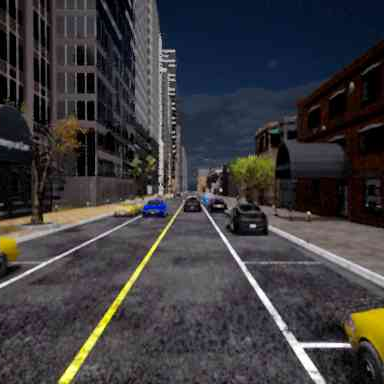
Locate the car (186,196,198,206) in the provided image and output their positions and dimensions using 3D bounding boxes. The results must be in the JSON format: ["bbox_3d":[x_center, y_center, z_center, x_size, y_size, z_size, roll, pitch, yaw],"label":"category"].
[{"bbox_3d":[0.010,1.313,49.787,1.812,1.442,4.674,0,0,0],"label":"car"}]

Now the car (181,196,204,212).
[{"bbox_3d":[0.052,1.348,36.714,1.837,1.490,4.892,0,0,0],"label":"car"}]

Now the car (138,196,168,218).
[{"bbox_3d":[-3.093,1.355,28.567,1.882,1.535,5.008,0,0,0],"label":"car"}]

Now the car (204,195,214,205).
[{"bbox_3d":[2.683,1.408,40.711,1.802,1.307,4.206,-1,0,0],"label":"car"}]

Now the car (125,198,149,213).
[{"bbox_3d":[-5.699,1.375,35.019,1.752,1.417,4.829,-1,0,0],"label":"car"}]

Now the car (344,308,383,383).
[{"bbox_3d":[2.679,1.516,2.140,1.752,1.417,4.829,-1,0,0],"label":"car"}]

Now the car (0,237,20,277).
[{"bbox_3d":[-5.701,1.493,7.346,1.752,1.417,4.829,-1,0,0],"label":"car"}]

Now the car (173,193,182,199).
[{"bbox_3d":[-2.994,0.954,69.701,1.837,1.490,4.892,0,0,0],"label":"car"}]

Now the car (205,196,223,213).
[{"bbox_3d":[2.682,1.416,35.177,1.947,1.339,4.313,-1,0,0],"label":"car"}]

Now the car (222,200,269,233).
[{"bbox_3d":[3.002,1.425,18.793,1.837,1.490,4.892,0,0,0],"label":"car"}]

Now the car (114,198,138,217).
[{"bbox_3d":[-5.699,1.399,29.485,1.752,1.417,4.829,-1,0,0],"label":"car"}]

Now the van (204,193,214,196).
[{"bbox_3d":[2.680,1.120,51.779,1.690,1.788,3.998,-1,0,0],"label":"van"}]

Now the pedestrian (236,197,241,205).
[{"bbox_3d":[3.002,1.201,21.724,0.375,1.860,0.375,-1,1,-2],"label":"pedestrian"}]

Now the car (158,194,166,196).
[{"bbox_3d":[-5.697,1.171,62.864,1.967,1.590,4.097,-1,0,0],"label":"car"}]
